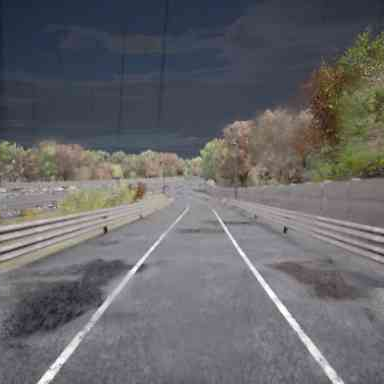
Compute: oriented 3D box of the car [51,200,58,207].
[{"bbox_3d":[-31.352,2.670,79.293,1.837,1.490,4.892,1,4,17],"label":"car"}]
